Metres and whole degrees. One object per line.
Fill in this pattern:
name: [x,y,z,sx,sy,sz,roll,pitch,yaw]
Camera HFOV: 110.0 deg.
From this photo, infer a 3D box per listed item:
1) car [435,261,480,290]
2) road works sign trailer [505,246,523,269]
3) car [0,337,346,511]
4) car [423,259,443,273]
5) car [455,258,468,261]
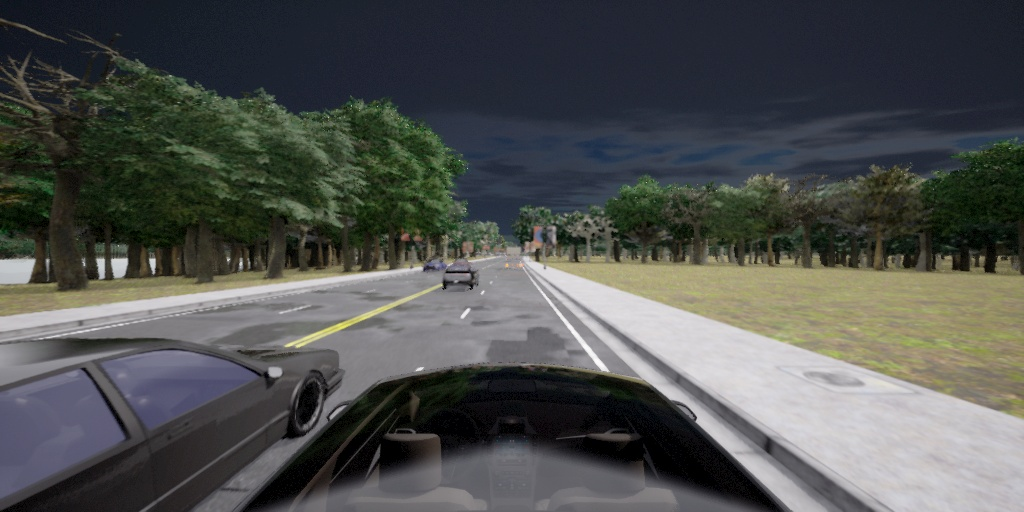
car: [-3.111,1.246,22.476,2.128,1.511,4.902,0,0,0]
road works sign trailer: [0.262,0.222,55.224,2.380,3.560,2.880,0,0,1]
car: [-3.149,1.298,2.348,2.033,1.411,5.357,0,0,0]
car: [-9.655,1.115,44.799,2.097,1.767,4.553,0,0,1]
car: [-6.405,1.114,44.765,2.097,1.767,4.553,0,0,1]
